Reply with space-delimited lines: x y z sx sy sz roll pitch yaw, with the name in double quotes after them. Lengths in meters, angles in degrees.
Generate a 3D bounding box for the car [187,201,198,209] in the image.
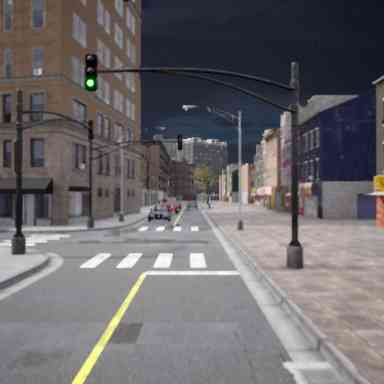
0.081 2.220 57.537 2.128 1.511 4.902 0 -1 0 "car"

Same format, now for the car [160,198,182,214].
-2.858 1.768 43.262 2.150 2.045 5.566 0 -1 0 "car"

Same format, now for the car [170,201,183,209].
-2.820 2.306 59.862 2.033 1.411 5.357 0 -1 0 "car"

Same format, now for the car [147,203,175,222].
-2.859 1.944 30.376 1.994 1.385 4.181 0 -1 0 "car"
